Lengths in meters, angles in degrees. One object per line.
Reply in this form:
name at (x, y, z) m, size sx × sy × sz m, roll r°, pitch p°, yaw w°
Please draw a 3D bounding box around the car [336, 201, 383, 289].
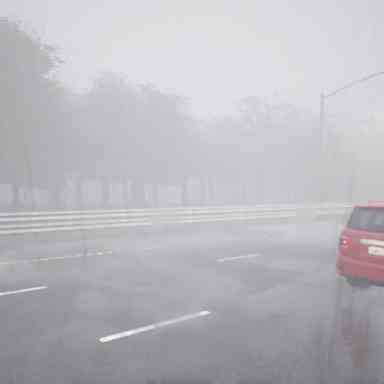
car at (5.742, 1.236, 7.963) m, size 5.566 × 2.045 × 2.150 m, roll 0°, pitch 0°, yaw -35°
